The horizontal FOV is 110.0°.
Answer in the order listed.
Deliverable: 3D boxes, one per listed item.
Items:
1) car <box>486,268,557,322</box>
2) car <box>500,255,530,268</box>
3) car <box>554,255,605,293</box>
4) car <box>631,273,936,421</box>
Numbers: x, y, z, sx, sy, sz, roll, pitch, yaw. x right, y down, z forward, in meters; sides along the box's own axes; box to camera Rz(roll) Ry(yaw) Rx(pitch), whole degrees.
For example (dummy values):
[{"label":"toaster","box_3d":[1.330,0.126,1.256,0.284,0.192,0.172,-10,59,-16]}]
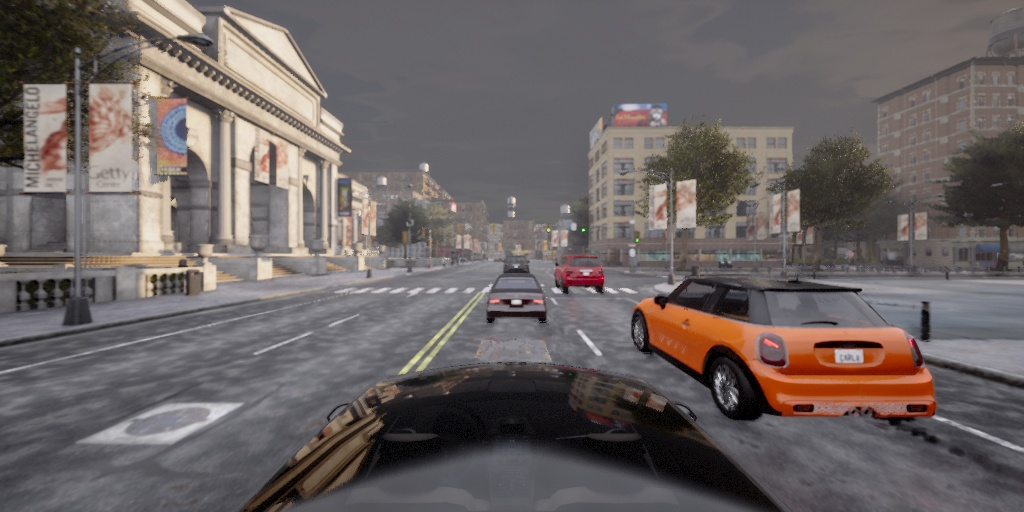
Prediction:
[{"label":"car","box_3d":[0.153,1.293,12.203,2.033,1.411,5.357,0,0,1]},{"label":"car","box_3d":[0.362,0.957,31.440,2.150,2.045,5.566,0,0,1]},{"label":"car","box_3d":[3.755,0.965,20.692,2.150,2.045,5.566,0,0,1]},{"label":"car","box_3d":[3.645,1.100,5.999,2.097,1.767,4.553,0,0,0]}]
